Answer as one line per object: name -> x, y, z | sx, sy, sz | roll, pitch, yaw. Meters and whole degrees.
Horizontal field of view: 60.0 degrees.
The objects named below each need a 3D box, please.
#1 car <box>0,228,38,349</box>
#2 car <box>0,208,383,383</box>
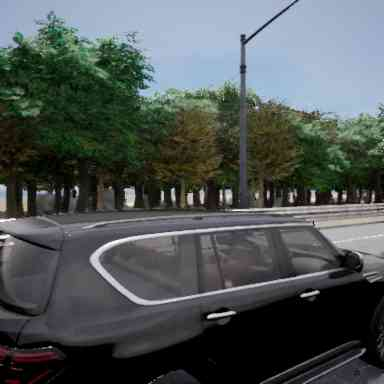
car -> -4.954, 1.492, 4.511 | 4.902, 1.511, 2.128 | 0, 0, -35
car -> 0.480, 1.221, 4.085 | 5.566, 2.045, 2.150 | 0, 0, -35
